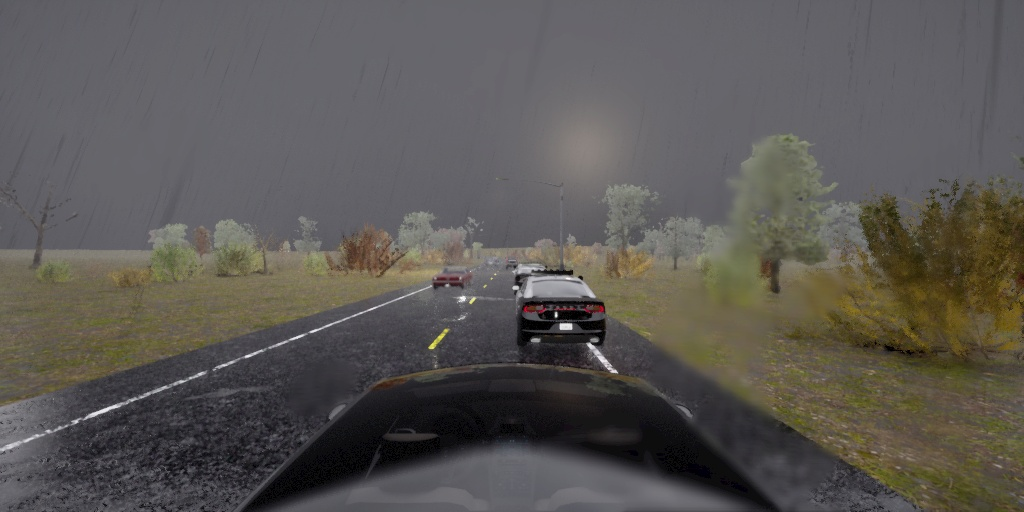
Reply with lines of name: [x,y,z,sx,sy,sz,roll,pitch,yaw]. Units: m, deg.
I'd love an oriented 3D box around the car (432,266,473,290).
car: [-3.605,1.330,22.249,1.895,1.301,4.718,0,0,0]

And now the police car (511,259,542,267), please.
police car: [1.045,1.159,19.557,1.930,1.638,5.238,0,0,0]

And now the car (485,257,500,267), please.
car: [-3.623,1.118,62.786,2.128,1.511,4.902,0,0,0]

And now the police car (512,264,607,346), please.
police car: [1.048,1.170,9.555,1.930,1.638,5.238,0,0,0]

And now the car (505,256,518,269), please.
car: [0.045,1.165,52.623,1.837,1.490,4.892,0,0,0]
